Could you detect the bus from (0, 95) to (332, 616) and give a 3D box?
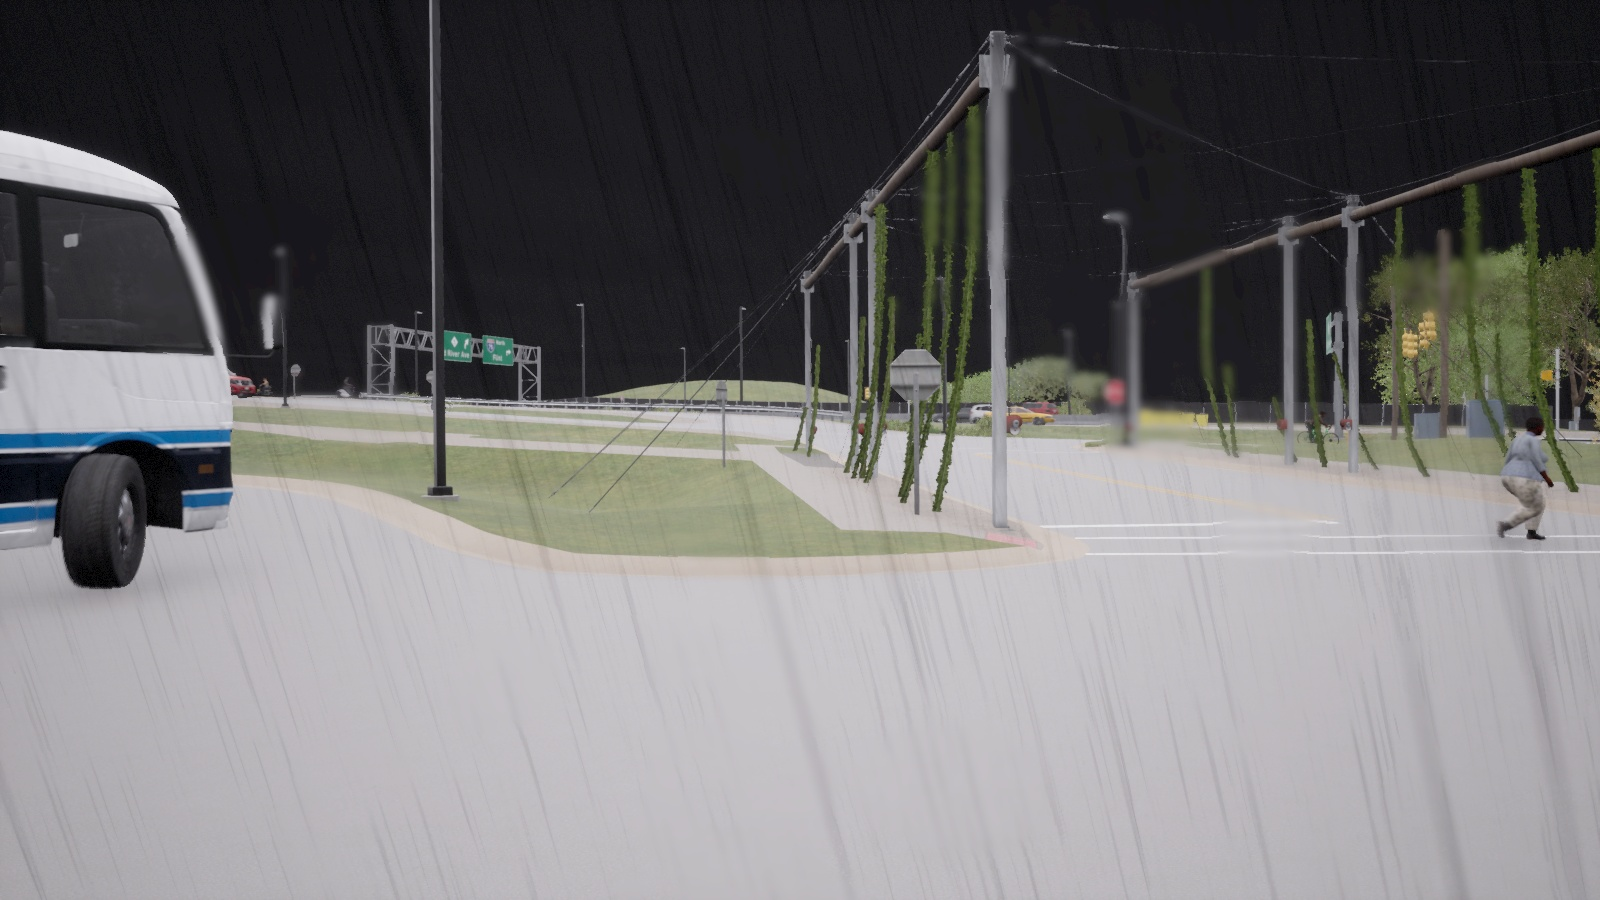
[{"bbox_3d":[-9.009,-0.811,9.651,3.944,4.253,10.273,3,3,25],"label":"bus"}]

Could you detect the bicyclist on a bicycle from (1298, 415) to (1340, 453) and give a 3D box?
[{"bbox_3d":[23.039,-0.727,55.749,1.656,1.620,0.582,2,1,19],"label":"bicyclist on a bicycle"}]

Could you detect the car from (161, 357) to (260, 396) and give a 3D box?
[{"bbox_3d":[-36.850,-4.600,78.508,5.566,2.045,2.150,4,2,17],"label":"car"}]

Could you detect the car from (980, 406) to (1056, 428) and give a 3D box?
[{"bbox_3d":[16.495,-2.513,95.124,5.366,1.575,1.801,2,1,20],"label":"car"}]

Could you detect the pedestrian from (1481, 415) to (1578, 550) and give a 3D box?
[{"bbox_3d":[10.272,0.444,17.717,0.900,1.855,0.874,0,1,6],"label":"pedestrian"}]
